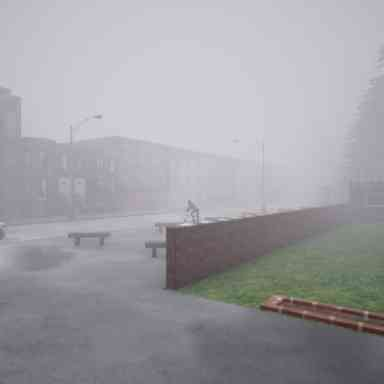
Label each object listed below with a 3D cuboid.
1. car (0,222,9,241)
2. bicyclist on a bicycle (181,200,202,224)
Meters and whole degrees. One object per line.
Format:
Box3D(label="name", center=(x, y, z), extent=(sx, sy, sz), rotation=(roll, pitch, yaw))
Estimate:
Box3D(label="car", center=(-10.197, 1.526, 13.818), extent=(1.812, 1.442, 4.674), rotation=(0, 0, 35))
Box3D(label="bicyclist on a bicycle", center=(-0.031, 1.340, 20.852), extent=(1.656, 1.620, 0.582), rotation=(0, 0, 35))
